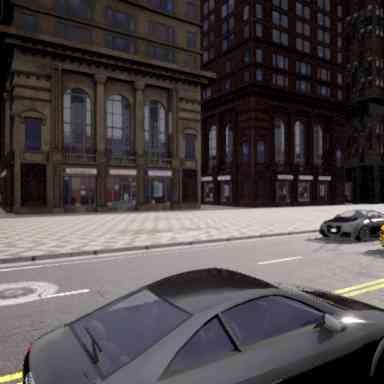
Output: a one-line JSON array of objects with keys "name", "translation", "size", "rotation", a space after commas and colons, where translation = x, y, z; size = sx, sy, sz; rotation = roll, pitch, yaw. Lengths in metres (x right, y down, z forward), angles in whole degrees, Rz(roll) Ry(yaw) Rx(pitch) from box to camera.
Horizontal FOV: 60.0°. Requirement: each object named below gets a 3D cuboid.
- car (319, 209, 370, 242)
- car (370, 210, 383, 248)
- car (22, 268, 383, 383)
[{"name": "car", "translation": [8.154, 1.556, 16.236], "size": [4.181, 1.385, 1.994], "rotation": [0, 0, -32]}, {"name": "car", "translation": [9.504, 1.470, 13.246], "size": [5.008, 1.535, 1.882], "rotation": [0, 0, -32]}, {"name": "car", "translation": [0.494, 1.562, 3.526], "size": [4.181, 1.385, 1.994], "rotation": [0, 0, -32]}]
